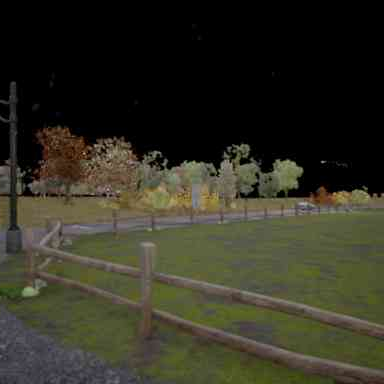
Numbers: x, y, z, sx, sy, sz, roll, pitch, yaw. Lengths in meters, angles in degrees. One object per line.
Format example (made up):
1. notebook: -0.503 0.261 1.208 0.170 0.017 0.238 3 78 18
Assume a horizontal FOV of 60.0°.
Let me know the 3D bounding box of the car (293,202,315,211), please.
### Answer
1. car: 18.074 2.328 53.528 2.033 1.411 5.357 -1 -1 40
